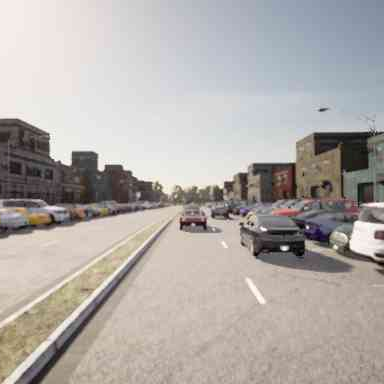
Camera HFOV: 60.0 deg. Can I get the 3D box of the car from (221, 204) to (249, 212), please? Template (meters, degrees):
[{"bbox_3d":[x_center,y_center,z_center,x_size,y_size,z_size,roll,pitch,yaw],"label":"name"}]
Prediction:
[{"bbox_3d":[7.594,2.852,59.438,4.674,1.452,2.002,0,-2,0],"label":"car"}]

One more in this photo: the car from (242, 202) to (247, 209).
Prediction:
[{"bbox_3d":[7.433,1.910,29.088,5.366,1.575,1.946,0,-2,0],"label":"car"}]

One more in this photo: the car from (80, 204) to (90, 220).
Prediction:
[{"bbox_3d":[-12.783,1.862,32.164,4.553,1.767,2.185,0,-2,0],"label":"car"}]

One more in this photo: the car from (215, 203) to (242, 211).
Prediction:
[{"bbox_3d":[7.405,3.077,67.669,5.366,1.575,1.946,0,-2,0],"label":"car"}]

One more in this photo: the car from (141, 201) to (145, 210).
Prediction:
[{"bbox_3d":[-12.779,3.107,68.270,4.892,1.521,2.231,0,-2,0],"label":"car"}]

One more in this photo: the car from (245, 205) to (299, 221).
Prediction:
[{"bbox_3d":[7.614,2.027,31.844,4.674,1.452,2.002,0,-2,0],"label":"car"}]

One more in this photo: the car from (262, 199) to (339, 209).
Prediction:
[{"bbox_3d":[7.596,1.486,20.833,5.566,2.045,2.435,0,-1,0],"label":"car"}]

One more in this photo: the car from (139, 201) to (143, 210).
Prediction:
[{"bbox_3d":[-12.804,3.044,65.490,4.792,1.488,2.163,0,-2,0],"label":"car"}]

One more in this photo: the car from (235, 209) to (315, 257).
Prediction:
[{"bbox_3d":[3.090,1.653,13.525,1.837,1.490,4.892,0,-1,0],"label":"car"}]

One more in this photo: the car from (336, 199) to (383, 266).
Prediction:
[{"bbox_3d":[7.661,1.335,9.811,5.566,2.045,2.435,0,-1,0],"label":"car"}]

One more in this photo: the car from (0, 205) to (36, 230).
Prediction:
[{"bbox_3d":[-12.825,1.768,21.058,4.674,1.452,2.002,0,-1,0],"label":"car"}]

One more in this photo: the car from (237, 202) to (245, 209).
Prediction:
[{"bbox_3d":[7.609,2.063,34.599,5.008,1.535,2.097,0,-2,0],"label":"car"}]

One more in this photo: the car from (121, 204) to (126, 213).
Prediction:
[{"bbox_3d":[-12.800,2.485,48.825,5.008,1.535,2.097,0,-2,0],"label":"car"}]

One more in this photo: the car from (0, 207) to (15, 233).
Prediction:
[{"bbox_3d":[-12.833,1.723,18.401,4.674,1.452,2.002,0,-1,0],"label":"car"}]

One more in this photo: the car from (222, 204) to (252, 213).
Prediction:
[{"bbox_3d":[7.627,2.752,56.645,4.792,1.488,2.163,0,-2,0],"label":"car"}]

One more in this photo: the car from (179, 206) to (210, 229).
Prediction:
[{"bbox_3d":[0.082,1.923,24.217,1.895,1.301,4.718,0,-1,0],"label":"car"}]

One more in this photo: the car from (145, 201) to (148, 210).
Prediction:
[{"bbox_3d":[-12.763,3.331,73.821,4.674,1.452,2.002,0,-2,0],"label":"car"}]

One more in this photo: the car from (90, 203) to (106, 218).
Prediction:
[{"bbox_3d":[-12.814,2.155,37.839,4.892,1.521,2.231,0,-2,0],"label":"car"}]

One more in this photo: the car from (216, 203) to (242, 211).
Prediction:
[{"bbox_3d":[7.773,3.168,70.431,5.366,1.575,1.946,0,-2,0],"label":"car"}]

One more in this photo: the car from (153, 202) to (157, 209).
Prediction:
[{"bbox_3d":[-12.931,3.871,90.613,5.366,1.575,1.946,0,-2,0],"label":"car"}]

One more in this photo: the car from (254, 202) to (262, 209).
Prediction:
[{"bbox_3d":[7.594,1.536,23.586,5.566,2.045,2.435,0,-1,0],"label":"car"}]

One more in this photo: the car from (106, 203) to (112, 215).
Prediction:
[{"bbox_3d":[-12.990,2.234,40.617,5.366,1.575,1.946,0,-2,0],"label":"car"}]

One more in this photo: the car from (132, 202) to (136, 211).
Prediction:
[{"bbox_3d":[-12.779,2.750,57.283,5.008,1.535,2.097,0,-2,0],"label":"car"}]

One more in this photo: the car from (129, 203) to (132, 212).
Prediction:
[{"bbox_3d":[-12.817,2.687,54.379,4.792,1.488,2.163,0,-2,0],"label":"car"}]

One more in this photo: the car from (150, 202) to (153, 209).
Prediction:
[{"bbox_3d":[-12.787,3.233,79.511,5.566,2.045,2.435,0,-2,0],"label":"car"}]

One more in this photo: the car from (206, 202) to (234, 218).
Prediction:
[{"bbox_3d":[3.072,2.162,37.604,2.128,1.511,4.902,0,-2,0],"label":"car"}]

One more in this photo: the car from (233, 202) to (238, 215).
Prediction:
[{"bbox_3d":[7.640,2.254,40.111,4.792,1.488,2.163,0,-2,0],"label":"car"}]

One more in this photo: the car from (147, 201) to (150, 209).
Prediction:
[{"bbox_3d":[-12.794,3.263,76.696,4.553,1.767,2.185,0,-2,0],"label":"car"}]

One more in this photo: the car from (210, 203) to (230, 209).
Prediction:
[{"bbox_3d":[7.530,3.852,89.718,5.008,1.535,2.097,0,-2,0],"label":"car"}]

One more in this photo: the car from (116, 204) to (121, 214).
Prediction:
[{"bbox_3d":[-12.768,2.430,46.047,4.792,1.488,2.163,0,-2,0],"label":"car"}]

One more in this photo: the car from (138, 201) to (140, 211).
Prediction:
[{"bbox_3d":[-12.776,2.964,62.712,4.674,1.452,2.002,0,-2,0],"label":"car"}]

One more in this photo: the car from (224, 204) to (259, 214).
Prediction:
[{"bbox_3d":[7.597,2.552,51.135,5.008,1.535,2.097,0,-2,0],"label":"car"}]

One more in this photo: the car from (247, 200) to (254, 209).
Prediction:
[{"bbox_3d":[7.592,1.598,26.343,5.566,2.045,2.435,0,-1,0],"label":"car"}]

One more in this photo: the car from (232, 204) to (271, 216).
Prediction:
[{"bbox_3d":[7.606,2.345,42.866,4.674,1.452,2.002,0,-2,0],"label":"car"}]

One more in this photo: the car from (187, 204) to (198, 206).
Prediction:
[{"bbox_3d":[0.069,2.284,41.350,1.837,1.490,4.892,0,-2,0],"label":"car"}]

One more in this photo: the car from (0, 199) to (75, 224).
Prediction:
[{"bbox_3d":[-12.792,1.593,26.616,5.566,2.045,2.435,0,-1,0],"label":"car"}]

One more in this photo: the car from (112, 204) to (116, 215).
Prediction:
[{"bbox_3d":[-12.773,2.191,43.281,4.553,1.767,2.185,0,-2,0],"label":"car"}]

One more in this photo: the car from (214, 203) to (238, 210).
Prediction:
[{"bbox_3d":[7.758,3.357,75.943,5.366,1.575,1.946,0,-2,0],"label":"car"}]

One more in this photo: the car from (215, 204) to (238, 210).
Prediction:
[{"bbox_3d":[7.609,3.295,73.185,4.792,1.488,2.163,0,-2,0],"label":"car"}]

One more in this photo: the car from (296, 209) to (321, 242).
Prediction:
[{"bbox_3d":[7.658,1.681,15.320,4.792,1.488,2.163,0,-1,0],"label":"car"}]

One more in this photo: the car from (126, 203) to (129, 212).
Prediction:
[{"bbox_3d":[-12.785,2.573,51.603,4.892,1.521,2.231,0,-2,0],"label":"car"}]

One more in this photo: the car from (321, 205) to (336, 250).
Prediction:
[{"bbox_3d":[7.662,1.490,12.564,4.553,1.767,2.185,0,-1,0],"label":"car"}]

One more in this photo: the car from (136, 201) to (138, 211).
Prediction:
[{"bbox_3d":[-12.788,2.839,60.061,4.892,1.521,2.231,0,-2,0],"label":"car"}]

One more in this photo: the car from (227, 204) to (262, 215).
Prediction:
[{"bbox_3d":[7.575,2.498,48.380,4.792,1.488,2.163,0,-2,0],"label":"car"}]

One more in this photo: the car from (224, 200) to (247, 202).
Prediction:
[{"bbox_3d":[7.635,2.135,45.631,5.566,2.045,2.435,0,-2,0],"label":"car"}]

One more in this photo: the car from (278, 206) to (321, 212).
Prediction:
[{"bbox_3d":[7.621,1.688,18.072,5.008,1.535,2.097,0,-1,0],"label":"car"}]

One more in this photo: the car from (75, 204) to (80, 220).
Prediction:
[{"bbox_3d":[-12.816,1.952,29.383,4.674,1.452,2.002,0,-2,0],"label":"car"}]

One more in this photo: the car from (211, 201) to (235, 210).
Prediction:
[{"bbox_3d":[7.529,3.302,81.460,5.566,2.045,2.435,0,-2,0],"label":"car"}]

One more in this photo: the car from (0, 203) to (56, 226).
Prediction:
[{"bbox_3d":[-13.010,1.780,23.832,5.366,1.575,1.946,0,-1,0],"label":"car"}]
